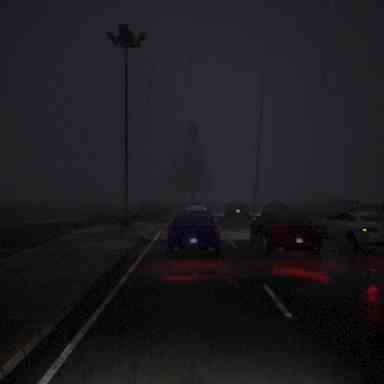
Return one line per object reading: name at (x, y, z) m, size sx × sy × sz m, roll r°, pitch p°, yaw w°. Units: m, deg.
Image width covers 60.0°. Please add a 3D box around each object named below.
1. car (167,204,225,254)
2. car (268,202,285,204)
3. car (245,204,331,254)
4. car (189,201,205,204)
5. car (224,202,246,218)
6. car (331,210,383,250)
car at (0.068, 1.462, 13.462) m, size 1.882 × 1.535 × 5.008 m, roll 0°, pitch 0°, yaw 0°
car at (7.410, 1.529, 29.385) m, size 1.994 × 1.385 × 4.181 m, roll 0°, pitch 0°, yaw 3°
car at (3.568, 1.462, 13.454) m, size 1.882 × 1.535 × 5.008 m, roll 0°, pitch 0°, yaw 0°
car at (0.432, 1.490, 29.867) m, size 1.812 × 1.442 × 4.674 m, roll 0°, pitch 0°, yaw 3°
car at (3.906, 1.529, 29.305) m, size 1.994 × 1.385 × 4.181 m, roll 0°, pitch 0°, yaw 3°
car at (7.069, 1.509, 14.194) m, size 1.812 × 1.442 × 4.674 m, roll 0°, pitch 0°, yaw 0°
